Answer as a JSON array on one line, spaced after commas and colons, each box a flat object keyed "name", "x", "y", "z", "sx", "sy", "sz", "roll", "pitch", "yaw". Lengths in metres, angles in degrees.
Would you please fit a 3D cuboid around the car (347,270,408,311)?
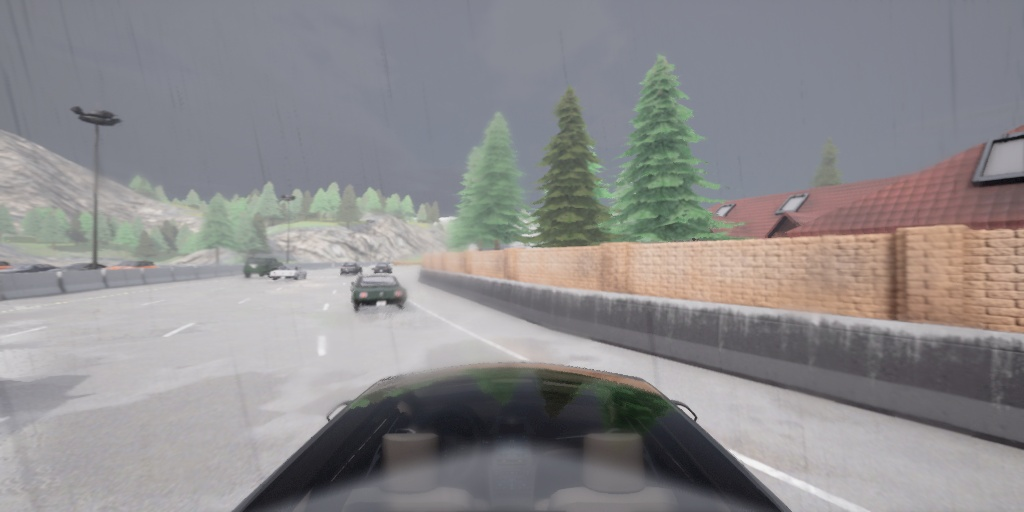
[{"name": "car", "x": -5.700, "y": 1.445, "z": 15.021, "sx": 1.895, "sy": 1.301, "sz": 4.718, "roll": 1, "pitch": -1, "yaw": -25}]

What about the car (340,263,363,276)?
[{"name": "car", "x": -19.147, "y": 1.526, "z": 42.933, "sx": 2.128, "sy": 1.511, "sz": 4.902, "roll": 0, "pitch": -1, "yaw": -13}]

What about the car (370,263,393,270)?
[{"name": "car", "x": -15.909, "y": 1.591, "z": 44.380, "sx": 1.812, "sy": 1.442, "sz": 4.674, "roll": 0, "pitch": 0, "yaw": -13}]

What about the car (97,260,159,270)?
[{"name": "car", "x": -34.809, "y": 1.216, "z": 32.860, "sx": 2.097, "sy": 1.767, "sz": 4.553, "roll": 0, "pitch": -1, "yaw": -16}]

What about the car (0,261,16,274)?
[{"name": "car", "x": -7.024, "y": 0.942, "z": 2.393, "sx": 2.150, "sy": 2.045, "sz": 5.566, "roll": 0, "pitch": 0, "yaw": -29}]

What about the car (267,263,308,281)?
[{"name": "car", "x": -19.931, "y": 1.533, "z": 32.297, "sx": 1.895, "sy": 1.301, "sz": 4.718, "roll": 0, "pitch": -1, "yaw": -17}]

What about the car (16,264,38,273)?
[{"name": "car", "x": -41.546, "y": 1.360, "z": 30.956, "sx": 2.033, "sy": 1.411, "sz": 5.357, "roll": 0, "pitch": -1, "yaw": -16}]

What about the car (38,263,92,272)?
[{"name": "car", "x": -38.142, "y": 1.358, "z": 31.778, "sx": 1.837, "sy": 1.490, "sz": 4.892, "roll": 0, "pitch": -1, "yaw": -16}]

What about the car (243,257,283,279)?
[{"name": "car", "x": -24.568, "y": 1.163, "z": 35.815, "sx": 2.150, "sy": 2.045, "sz": 5.566, "roll": 0, "pitch": -1, "yaw": -15}]

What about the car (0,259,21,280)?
[{"name": "car", "x": -44.926, "y": 1.142, "z": 30.050, "sx": 2.097, "sy": 1.767, "sz": 4.553, "roll": 0, "pitch": -1, "yaw": -16}]
